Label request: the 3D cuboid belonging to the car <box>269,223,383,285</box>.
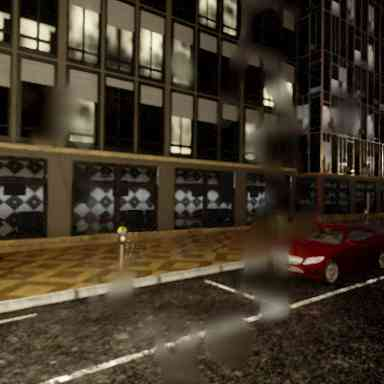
[{"bbox_3d":[4.019,1.556,9.407,4.206,1.307,1.802,0,1,-35],"label":"car"}]
